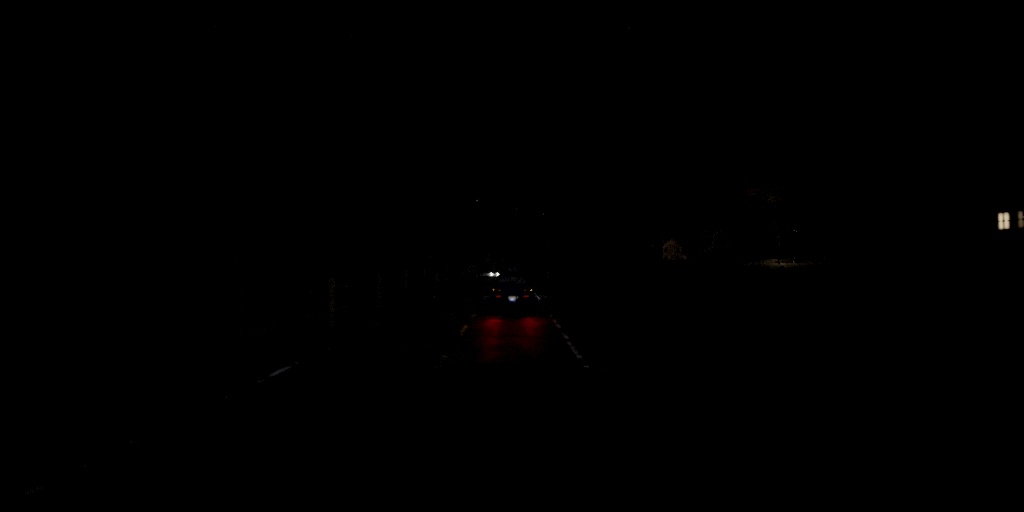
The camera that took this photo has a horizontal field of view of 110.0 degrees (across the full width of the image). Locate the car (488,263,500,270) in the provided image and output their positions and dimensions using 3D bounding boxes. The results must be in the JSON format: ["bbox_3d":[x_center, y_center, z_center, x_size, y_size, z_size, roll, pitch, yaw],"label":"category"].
[{"bbox_3d":[-2.796,1.880,59.580,2.128,1.511,4.902,0,-1,0],"label":"car"}]

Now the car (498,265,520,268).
[{"bbox_3d":[0.040,1.595,30.738,1.812,1.442,4.674,0,0,1],"label":"car"}]

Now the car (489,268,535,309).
[{"bbox_3d":[0.033,1.429,15.740,1.812,1.442,4.674,0,0,1],"label":"car"}]
